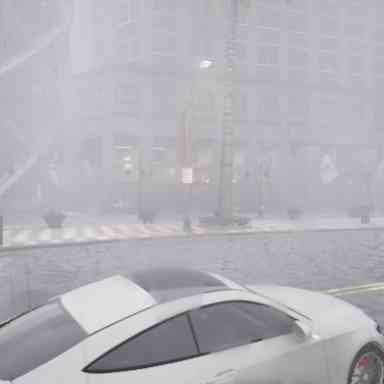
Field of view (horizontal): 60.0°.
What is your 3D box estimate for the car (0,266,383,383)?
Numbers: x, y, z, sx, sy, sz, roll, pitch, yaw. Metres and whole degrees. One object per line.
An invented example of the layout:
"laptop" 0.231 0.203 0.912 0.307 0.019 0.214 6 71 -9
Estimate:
"car" 0.013 1.526 3.323 4.674 1.442 1.812 0 0 -32
